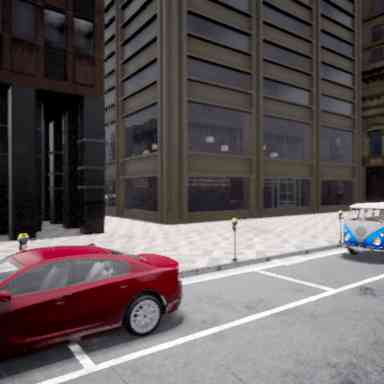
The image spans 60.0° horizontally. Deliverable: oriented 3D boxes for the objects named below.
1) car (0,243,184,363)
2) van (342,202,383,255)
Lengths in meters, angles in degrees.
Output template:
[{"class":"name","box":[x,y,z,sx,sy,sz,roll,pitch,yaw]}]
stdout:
[{"class":"car","box":[-2.252,1.537,5.039,4.507,1.381,1.887,-1,1,-35]},{"class":"van","box":[6.870,1.247,11.541,3.998,1.788,1.690,-1,1,-35]}]
